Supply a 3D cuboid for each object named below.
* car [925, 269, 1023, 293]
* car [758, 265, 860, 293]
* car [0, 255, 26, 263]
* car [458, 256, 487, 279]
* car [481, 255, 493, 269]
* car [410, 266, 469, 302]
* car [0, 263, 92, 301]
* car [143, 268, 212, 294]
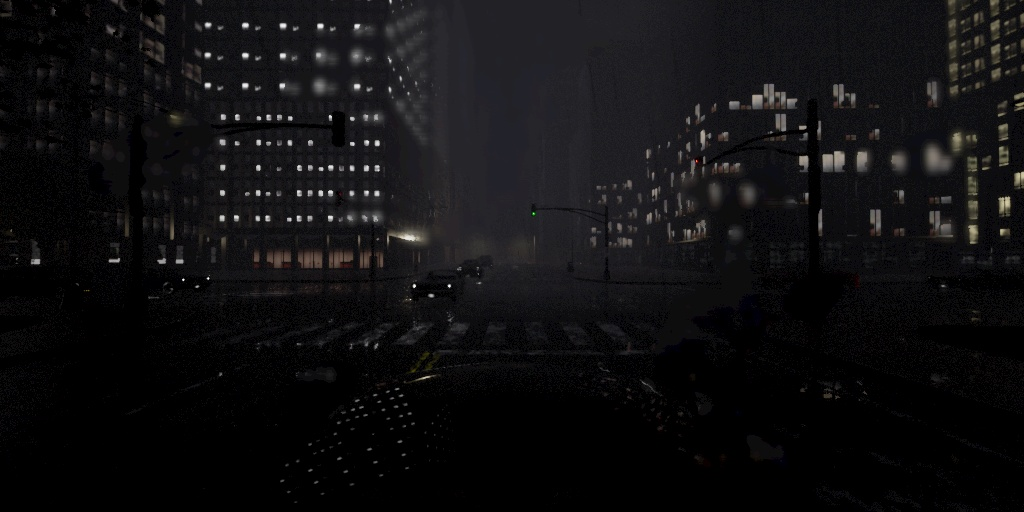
[{"bbox_3d":[27.135,1.418,20.671,4.718,1.301,1.895,0,-1,1],"label":"car"},{"bbox_3d":[17.196,1.283,20.951,5.008,1.535,1.882,0,-1,2],"label":"car"},{"bbox_3d":[-28.640,0.916,19.385,5.566,2.045,2.150,0,-1,2],"label":"car"},{"bbox_3d":[-3.677,1.100,32.265,2.097,1.767,4.553,0,0,-1],"label":"car"},{"bbox_3d":[-4.065,0.917,55.679,2.150,2.045,5.566,0,0,-1],"label":"car"},{"bbox_3d":[-3.338,1.324,16.913,1.895,1.301,4.718,0,0,-1],"label":"car"},{"bbox_3d":[-20.243,1.163,15.873,4.892,1.490,1.837,0,-1,2],"label":"car"},{"bbox_3d":[-18.883,1.309,19.081,4.718,1.301,1.895,0,-1,2],"label":"car"}]
